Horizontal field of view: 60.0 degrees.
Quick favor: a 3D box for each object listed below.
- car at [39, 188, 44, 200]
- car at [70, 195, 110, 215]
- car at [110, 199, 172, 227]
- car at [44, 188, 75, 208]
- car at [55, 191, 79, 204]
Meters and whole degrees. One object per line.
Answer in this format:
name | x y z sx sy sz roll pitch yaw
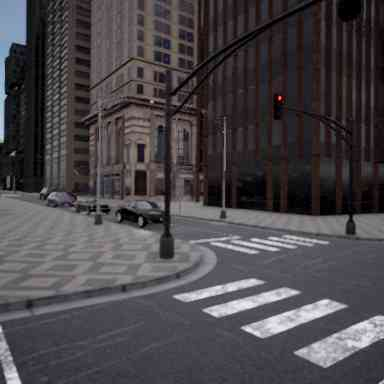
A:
car | -23.451 0.298 54.673 2.150 2.045 5.566 1 1 -36
car | -8.590 1.191 28.566 1.895 1.301 4.718 1 1 -36
car | -3.134 1.248 20.946 1.882 1.535 5.008 1 1 -36
car | -14.543 0.750 36.906 2.097 1.767 4.553 1 1 -36
car | -17.490 0.739 46.412 1.882 1.535 5.008 1 1 -35
